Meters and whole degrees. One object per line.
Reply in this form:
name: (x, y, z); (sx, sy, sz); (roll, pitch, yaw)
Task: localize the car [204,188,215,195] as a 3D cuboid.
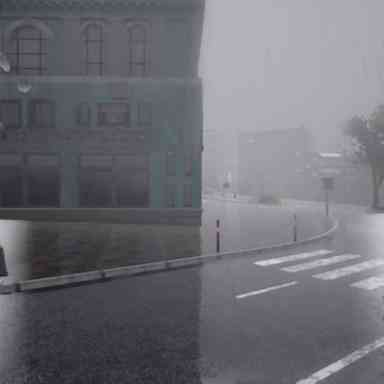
car: (3.627, -0.147, 69.183); (2.231, 1.521, 4.892); (5, 2, 11)
